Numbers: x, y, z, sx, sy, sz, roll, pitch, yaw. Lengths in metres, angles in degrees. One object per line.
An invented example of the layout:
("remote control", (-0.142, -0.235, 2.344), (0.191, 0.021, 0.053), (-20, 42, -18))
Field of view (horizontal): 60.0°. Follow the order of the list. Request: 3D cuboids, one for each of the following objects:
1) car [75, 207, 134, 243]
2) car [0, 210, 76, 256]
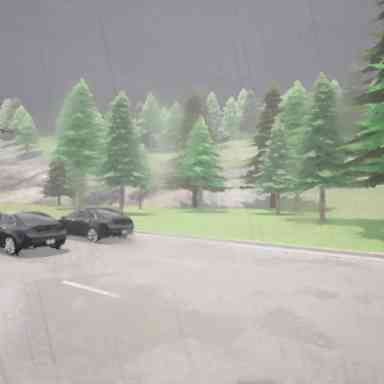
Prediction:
("car", (-4.913, 1.499, 16.033), (4.892, 1.490, 1.837), (0, 0, 36))
("car", (-6.955, 1.499, 13.192), (4.892, 1.490, 1.837), (0, 0, 36))
